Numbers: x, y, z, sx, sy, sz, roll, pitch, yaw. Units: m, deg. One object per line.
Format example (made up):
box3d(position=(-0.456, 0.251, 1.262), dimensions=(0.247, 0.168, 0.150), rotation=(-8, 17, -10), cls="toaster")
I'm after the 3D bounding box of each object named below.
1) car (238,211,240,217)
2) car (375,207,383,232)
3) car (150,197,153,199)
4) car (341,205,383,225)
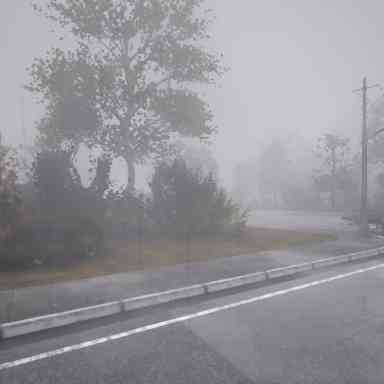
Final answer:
box3d(position=(2.183, 1.536, 29.973), dimensions=(2.097, 1.767, 4.553), rotation=(0, -1, -41), cls="car")
box3d(position=(10.934, 1.572, 15.418), dimensions=(1.994, 1.385, 4.181), rotation=(0, 0, -8), cls="car")
box3d(position=(-6.088, 1.849, 53.064), dimensions=(5.566, 2.045, 2.150), rotation=(-2, -1, 40), cls="car")
box3d(position=(13.035, 1.584, 22.533), dimensions=(2.033, 1.411, 5.357), rotation=(0, 0, -41), cls="car")
